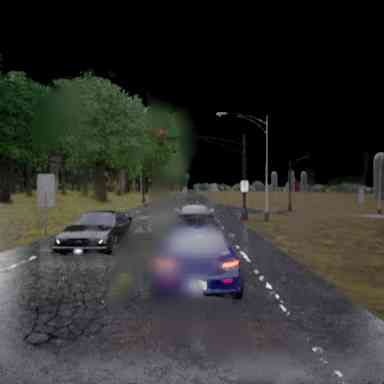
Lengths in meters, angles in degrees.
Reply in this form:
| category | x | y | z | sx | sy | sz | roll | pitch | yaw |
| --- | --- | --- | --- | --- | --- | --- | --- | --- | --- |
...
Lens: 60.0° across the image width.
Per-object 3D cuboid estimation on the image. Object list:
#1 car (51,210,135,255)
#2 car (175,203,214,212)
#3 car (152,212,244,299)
| category | x | y | z | sx | sy | sz | roll | pitch | yaw |
| --- | --- | --- | --- | --- | --- | --- | --- | --- | --- |
| car | -3.525 | 1.436 | 13.027 | 2.033 | 1.411 | 5.357 | 0 | 1 | 1 |
| car | 0.138 | 1.318 | 17.428 | 1.882 | 1.535 | 5.008 | 0 | 1 | 0 |
| car | 0.122 | 1.462 | 8.150 | 1.812 | 1.442 | 4.674 | 0 | 0 | 0 |
